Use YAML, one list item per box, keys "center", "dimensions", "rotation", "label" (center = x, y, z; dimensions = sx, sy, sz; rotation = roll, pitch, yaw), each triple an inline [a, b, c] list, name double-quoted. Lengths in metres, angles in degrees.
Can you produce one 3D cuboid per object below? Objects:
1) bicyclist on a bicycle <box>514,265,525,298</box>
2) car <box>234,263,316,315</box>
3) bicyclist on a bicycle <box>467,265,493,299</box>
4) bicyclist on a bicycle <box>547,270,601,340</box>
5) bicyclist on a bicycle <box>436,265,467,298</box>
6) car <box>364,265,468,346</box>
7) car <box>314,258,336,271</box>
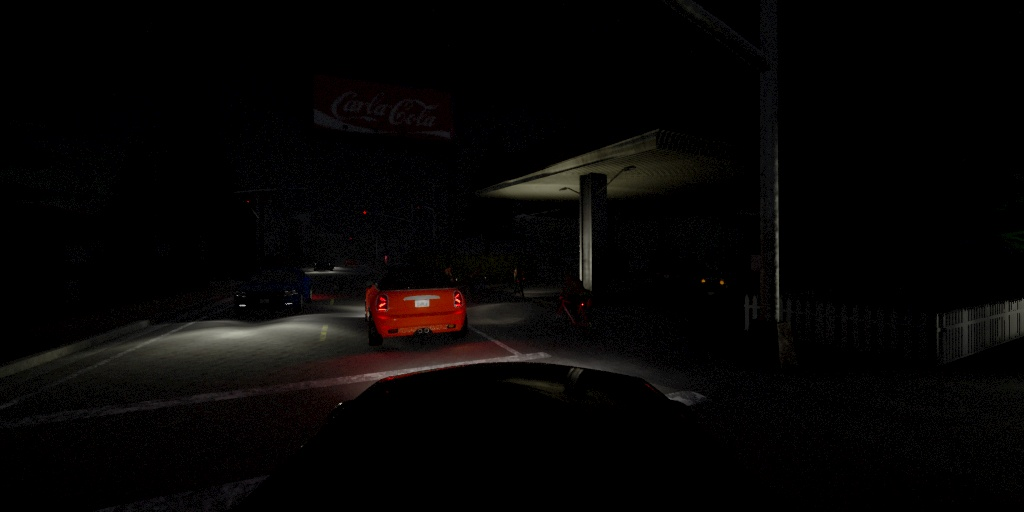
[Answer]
- center: [0.364, 1.283, 18.051]
  dimensions: [0.582, 1.620, 1.656]
  rotation: [0, 0, 15]
  label: "bicyclist on a bicycle"
- center: [-8.797, 1.171, 13.542]
  dimensions: [1.882, 1.535, 5.008]
  rotation: [1, -1, -24]
  label: "car"
- center: [-1.741, 1.282, 17.884]
  dimensions: [1.656, 1.620, 0.582]
  rotation: [1, 0, -23]
  label: "bicyclist on a bicycle"
- center: [1.504, 1.185, 8.866]
  dimensions: [0.582, 1.620, 1.656]
  rotation: [3, -2, -44]
  label: "bicyclist on a bicycle"
- center: [-3.014, 1.253, 16.470]
  dimensions: [1.656, 1.620, 0.582]
  rotation: [1, 0, 36]
  label: "bicyclist on a bicycle"
- center: [-2.722, 1.013, 9.456]
  dimensions: [2.097, 1.767, 4.553]
  rotation: [0, 0, -23]
  label: "car"
- center: [-24.451, 1.044, 46.596]
  dimensions: [2.097, 1.767, 4.553]
  rotation: [0, 0, -25]
  label: "car"
